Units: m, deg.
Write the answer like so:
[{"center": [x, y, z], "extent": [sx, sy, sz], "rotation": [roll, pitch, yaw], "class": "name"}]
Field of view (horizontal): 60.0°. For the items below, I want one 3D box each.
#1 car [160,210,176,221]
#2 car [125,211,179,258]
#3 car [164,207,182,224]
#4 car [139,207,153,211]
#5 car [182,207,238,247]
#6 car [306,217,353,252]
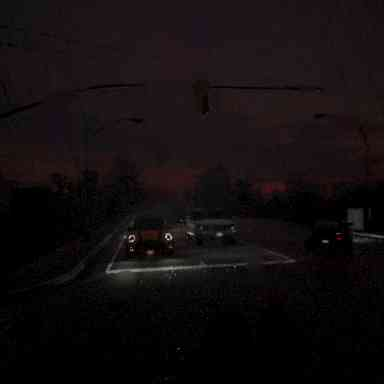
[{"center": [-3.831, 3.604, 52.112], "extent": [2.128, 1.511, 4.902], "rotation": [-1, -2, -9], "class": "car"}, {"center": [-2.022, 2.037, 16.129], "extent": [2.097, 1.767, 4.553], "rotation": [-1, -2, -7], "class": "car"}, {"center": [-1.461, 2.638, 35.876], "extent": [2.150, 2.045, 5.566], "rotation": [-1, -2, -9], "class": "car"}, {"center": [-7.246, 3.380, 51.229], "extent": [2.150, 2.045, 5.566], "rotation": [-1, -2, -8], "class": "car"}, {"center": [0.995, 1.960, 19.782], "extent": [2.150, 2.045, 5.566], "rotation": [-1, -3, -9], "class": "car"}, {"center": [6.676, 1.958, 16.089], "extent": [1.812, 1.442, 4.674], "rotation": [-5, -4, 27], "class": "car"}]
